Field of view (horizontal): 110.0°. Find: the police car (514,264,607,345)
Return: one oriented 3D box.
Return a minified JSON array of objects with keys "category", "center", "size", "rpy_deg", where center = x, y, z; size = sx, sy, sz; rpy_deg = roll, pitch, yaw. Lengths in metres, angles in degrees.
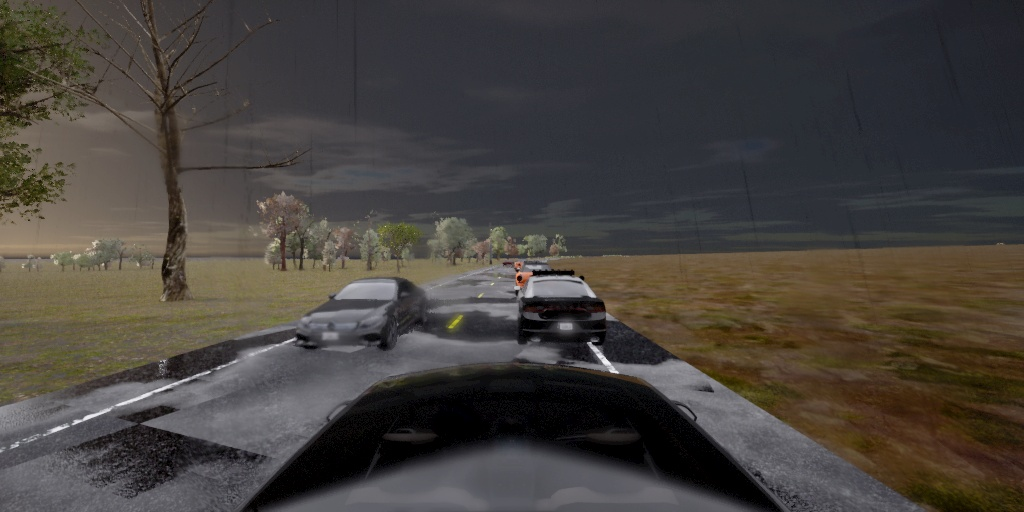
[{"category":"police car","center":[1.088,1.175,9.609],"size":[1.930,1.638,5.238],"rpy_deg":[0,0,1]}]

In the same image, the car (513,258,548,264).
[{"category":"car","center":[1.244,1.101,19.434],"size":[2.097,1.767,4.553],"rpy_deg":[0,0,1]}]

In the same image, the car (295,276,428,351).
[{"category":"car","center":[-3.434,1.276,9.171],"size":[1.812,1.442,4.674],"rpy_deg":[0,0,1]}]
